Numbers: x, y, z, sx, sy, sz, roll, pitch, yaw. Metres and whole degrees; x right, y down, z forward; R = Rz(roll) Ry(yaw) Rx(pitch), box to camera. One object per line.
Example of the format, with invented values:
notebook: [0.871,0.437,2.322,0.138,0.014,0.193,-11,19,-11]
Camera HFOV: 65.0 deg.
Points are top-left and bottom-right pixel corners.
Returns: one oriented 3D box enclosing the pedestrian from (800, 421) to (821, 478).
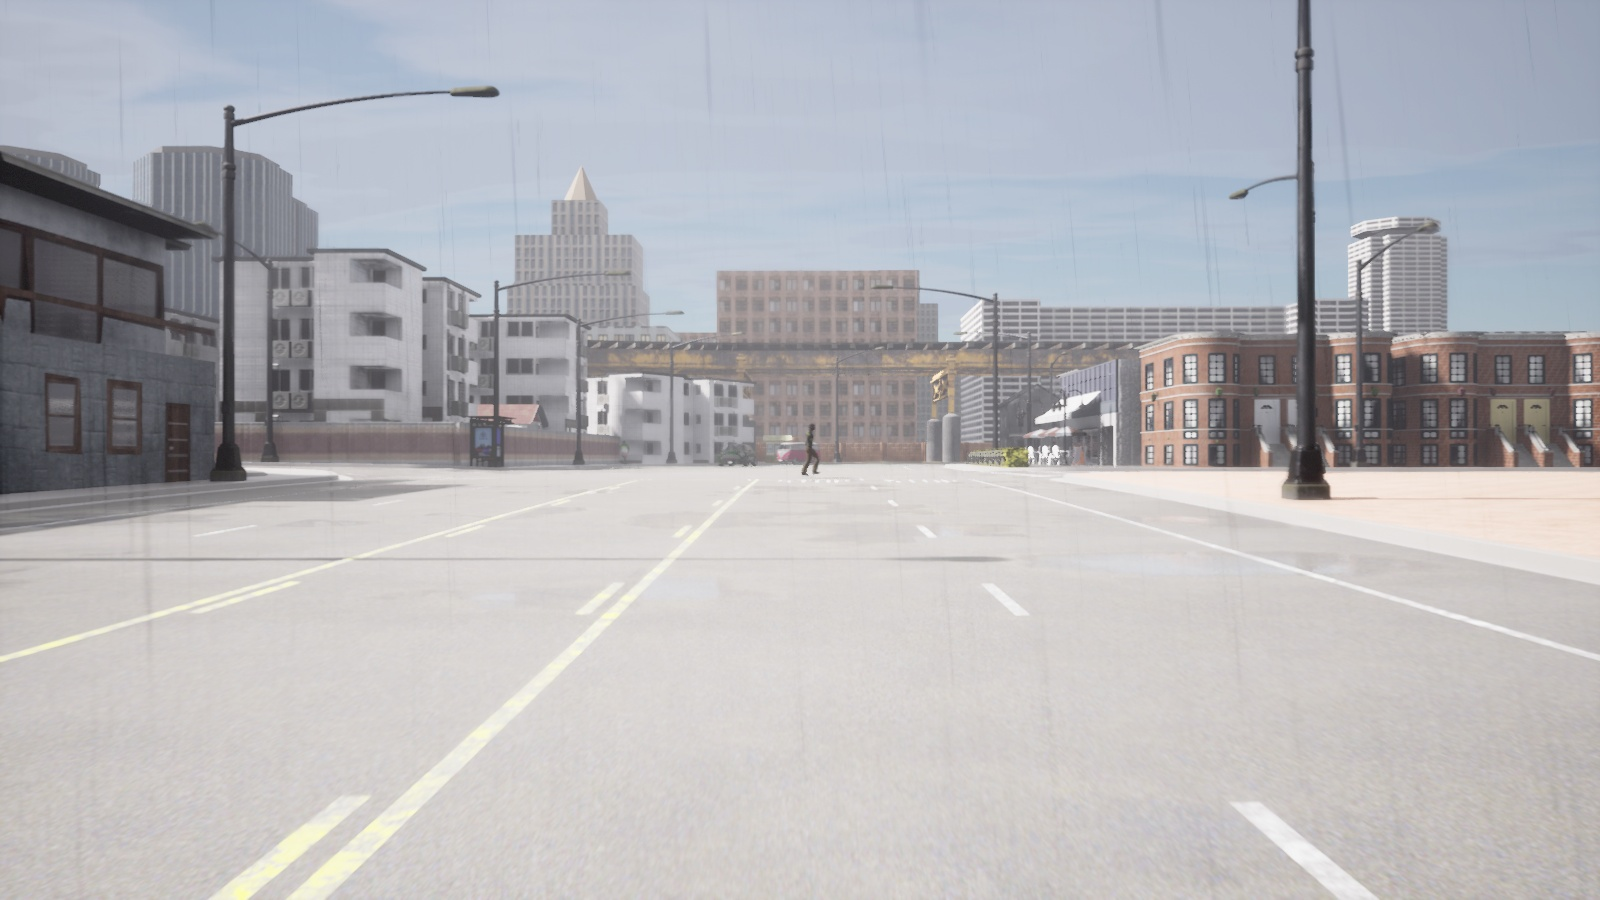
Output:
pedestrian: [0.367,-0.027,42.796,0.692,1.930,0.395,0,0,-3]

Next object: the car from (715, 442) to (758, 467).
car: [-4.601,0.324,91.723,2.097,1.767,4.553,0,0,10]
